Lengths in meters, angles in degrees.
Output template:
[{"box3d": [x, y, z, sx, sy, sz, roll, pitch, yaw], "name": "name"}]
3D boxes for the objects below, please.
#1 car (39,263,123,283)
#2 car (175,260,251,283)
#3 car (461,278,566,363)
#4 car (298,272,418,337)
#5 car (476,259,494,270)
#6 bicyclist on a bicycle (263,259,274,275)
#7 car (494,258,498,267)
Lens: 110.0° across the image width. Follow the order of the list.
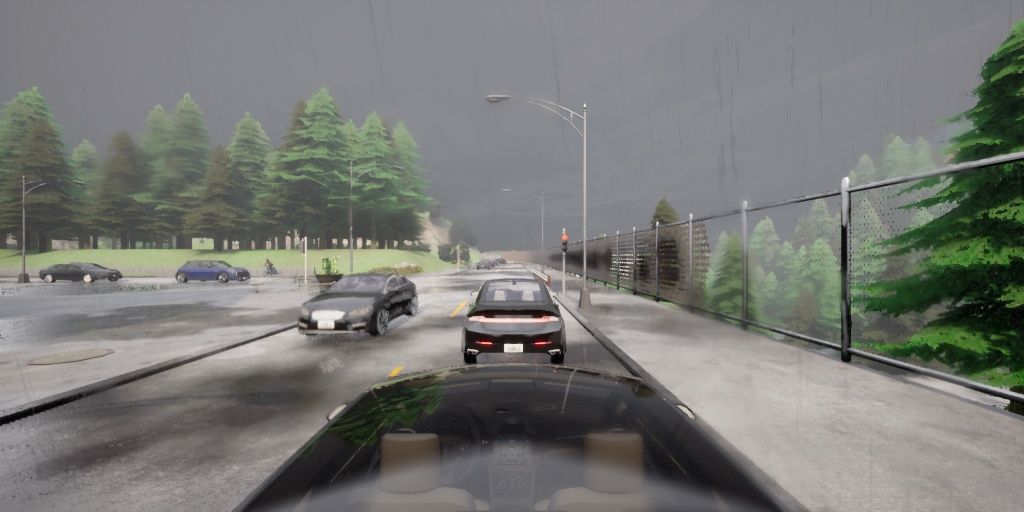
[{"box3d": [-32.583, 1.255, 27.177, 4.892, 1.490, 1.837, 0, 0, 0], "name": "car"}, {"box3d": [-22.527, 1.102, 27.167, 4.553, 1.767, 2.097, 0, 0, 0], "name": "car"}, {"box3d": [0.048, 1.241, 8.081, 2.128, 1.511, 4.902, 0, 0, 1], "name": "car"}, {"box3d": [-4.098, 1.241, 10.350, 2.128, 1.511, 4.902, 0, 0, 0], "name": "car"}, {"box3d": [-4.084, 1.255, 52.501, 1.837, 1.490, 4.892, 0, 0, 0], "name": "car"}, {"box3d": [-24.148, 1.099, 35.566, 0.582, 1.620, 1.656, 0, 0, 0], "name": "bicyclist on a bicycle"}, {"box3d": [-4.051, 1.228, 63.025, 1.882, 1.535, 5.008, 0, 0, 0], "name": "car"}]
